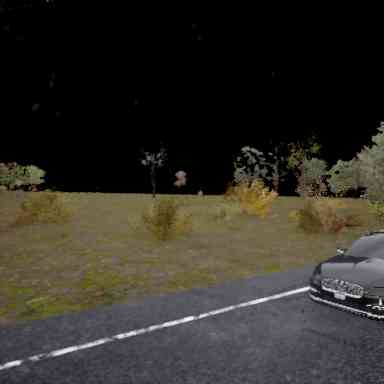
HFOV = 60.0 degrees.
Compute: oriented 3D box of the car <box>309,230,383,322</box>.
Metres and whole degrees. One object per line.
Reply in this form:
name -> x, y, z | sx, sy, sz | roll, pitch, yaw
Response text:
car -> 4.532, 1.593, 7.123 | 4.892, 1.490, 1.837 | 1, -1, -35
